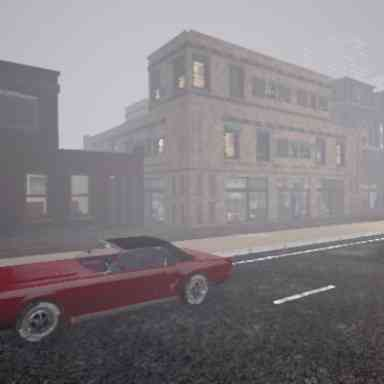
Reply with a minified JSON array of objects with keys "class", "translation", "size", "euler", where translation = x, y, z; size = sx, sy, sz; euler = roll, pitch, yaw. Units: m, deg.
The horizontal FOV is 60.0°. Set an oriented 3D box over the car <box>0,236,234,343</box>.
[{"class":"car","translation":[-1.520,1.605,6.557],"size":[4.718,1.301,1.895],"euler":[0,0,-35]}]
